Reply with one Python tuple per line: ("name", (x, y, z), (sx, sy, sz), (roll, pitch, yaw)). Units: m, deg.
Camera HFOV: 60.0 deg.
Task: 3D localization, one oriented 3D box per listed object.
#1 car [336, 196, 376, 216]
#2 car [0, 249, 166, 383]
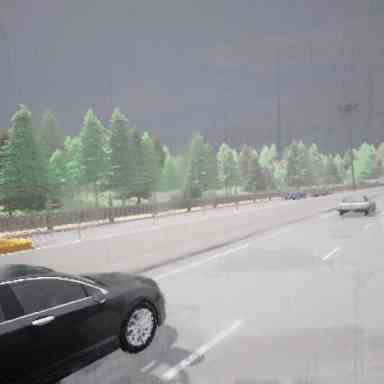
("car", (11.815, 0.906, 23.756), (1.895, 1.301, 4.718), (-4, 0, 36))
("car", (-2.371, 1.699, 4.186), (1.837, 1.490, 4.892), (-4, 0, 36))
